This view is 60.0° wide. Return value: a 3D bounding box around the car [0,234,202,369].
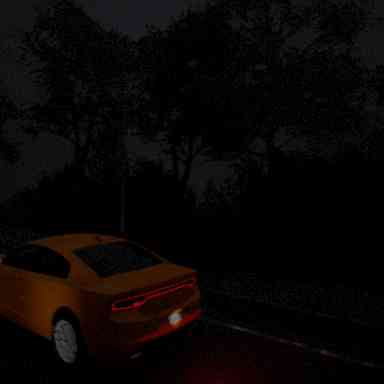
[{"bbox_3d":[-2.155,1.487,5.863,5.008,1.535,1.882,0,0,38],"label":"car"}]
